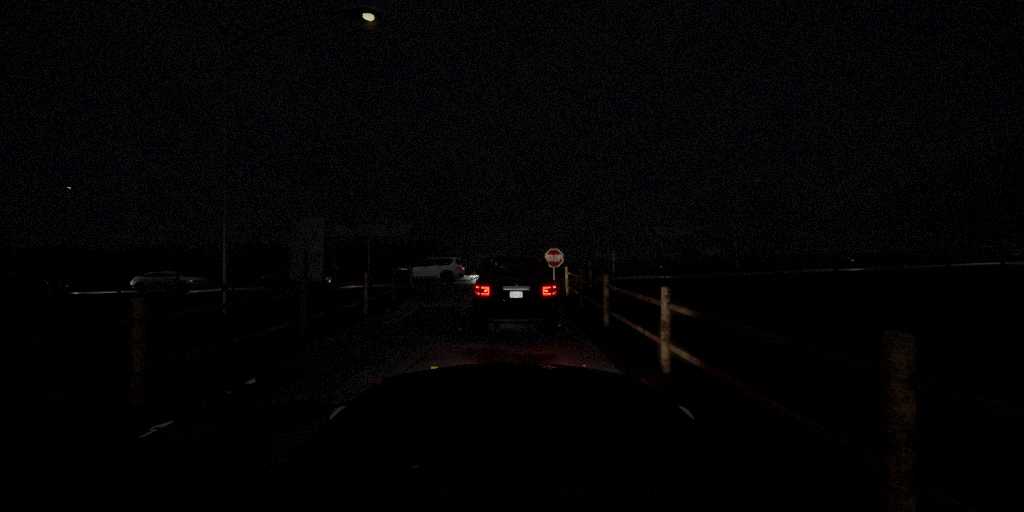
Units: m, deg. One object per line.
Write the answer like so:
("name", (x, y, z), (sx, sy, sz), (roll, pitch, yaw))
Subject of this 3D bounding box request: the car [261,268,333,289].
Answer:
("car", (-15.437, 1.589, 25.790), (4.674, 1.442, 1.812), (-1, -2, 0))

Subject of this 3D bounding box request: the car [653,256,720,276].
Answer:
("car", (13.945, 0.766, 28.810), (5.008, 1.535, 1.882), (-2, -2, -1))

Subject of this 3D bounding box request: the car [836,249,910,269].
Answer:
("car", (28.842, 0.194, 28.870), (5.008, 1.535, 1.882), (-2, -2, 0))

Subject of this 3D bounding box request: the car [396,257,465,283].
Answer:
("car", (-6.583, 1.177, 28.774), (5.566, 2.045, 2.150), (-2, -2, 0))

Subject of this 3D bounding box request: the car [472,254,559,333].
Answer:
("car", (0.060, 0.975, 10.883), (2.150, 2.045, 5.566), (0, 0, -1))

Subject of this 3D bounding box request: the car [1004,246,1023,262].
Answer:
("car", (42.863, -0.342, 28.878), (4.902, 1.511, 2.128), (-2, -2, 0))

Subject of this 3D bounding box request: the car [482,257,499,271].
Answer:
("car", (-2.941, 1.070, 50.424), (2.097, 1.767, 4.553), (0, 0, 0))

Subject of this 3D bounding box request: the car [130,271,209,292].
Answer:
("car", (-24.545, 1.784, 25.765), (4.674, 1.442, 1.812), (-1, -2, 0))

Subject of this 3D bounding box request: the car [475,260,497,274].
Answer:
("car", (-2.936, 1.220, 41.218), (2.128, 1.511, 4.902), (0, 0, 0))

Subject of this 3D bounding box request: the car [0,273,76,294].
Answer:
("car", (-34.430, 1.950, 25.749), (4.902, 1.511, 2.128), (-1, -2, 0))
